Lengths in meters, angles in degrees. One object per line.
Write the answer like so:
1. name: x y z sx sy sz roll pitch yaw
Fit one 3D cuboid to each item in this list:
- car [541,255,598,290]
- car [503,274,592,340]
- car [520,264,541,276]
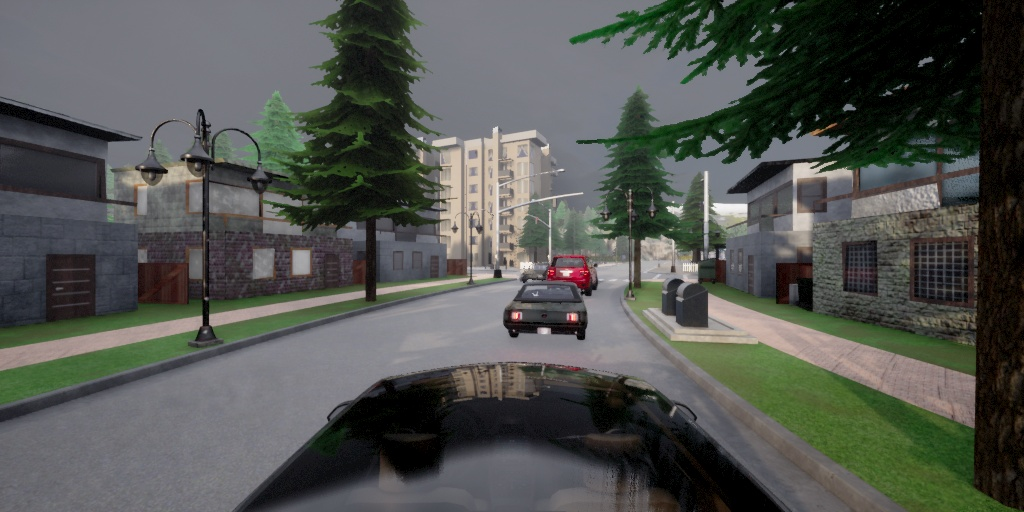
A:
1. car: 3.379 0.971 19.519 2.150 2.045 5.566 0 0 18
2. car: 1.076 1.351 10.025 1.895 1.301 4.718 0 0 9
3. car: 2.340 1.304 27.132 2.033 1.411 5.357 0 0 24
